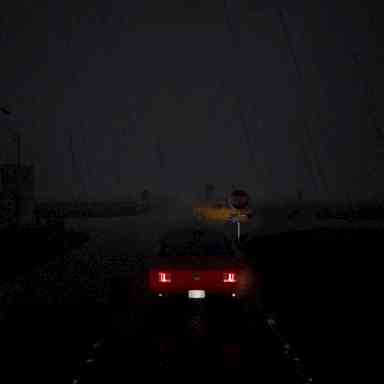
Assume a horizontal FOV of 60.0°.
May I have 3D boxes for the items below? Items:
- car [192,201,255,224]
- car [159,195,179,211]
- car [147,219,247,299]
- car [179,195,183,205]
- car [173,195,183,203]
[{"bbox_3d":[2.311,1.466,25.034,5.008,1.535,1.882,0,1,39],"label":"car"},{"bbox_3d":[-2.880,1.429,40.352,1.882,1.535,5.008,0,0,0],"label":"car"},{"bbox_3d":[0.093,1.598,8.372,1.895,1.301,4.718,0,0,0],"label":"car"},{"bbox_3d":[-2.875,1.420,53.649,1.837,1.490,4.892,0,0,0],"label":"car"},{"bbox_3d":[-2.825,1.343,67.441,1.882,1.535,5.008,0,0,1],"label":"car"}]
